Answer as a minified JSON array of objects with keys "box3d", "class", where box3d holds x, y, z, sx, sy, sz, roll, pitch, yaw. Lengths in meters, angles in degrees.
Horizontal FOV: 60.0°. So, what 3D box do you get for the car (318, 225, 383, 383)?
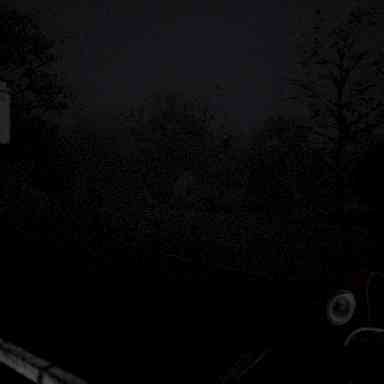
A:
[{"box3d":[3.380,1.297,4.797,2.185,1.767,4.553,1,0,35],"class":"car"}]
